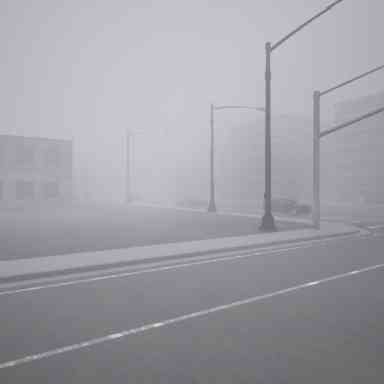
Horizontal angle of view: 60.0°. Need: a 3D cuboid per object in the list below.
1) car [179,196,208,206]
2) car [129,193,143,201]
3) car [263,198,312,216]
[{"bbox_3d":[0.177,1.220,44.923,1.895,1.301,4.718,0,1,-34],"label":"car"},{"bbox_3d":[-10.476,0.886,60.619,1.994,1.385,4.181,0,1,-34],"label":"car"},{"bbox_3d":[9.068,1.345,31.985,1.882,1.535,5.008,0,1,-35],"label":"car"}]
